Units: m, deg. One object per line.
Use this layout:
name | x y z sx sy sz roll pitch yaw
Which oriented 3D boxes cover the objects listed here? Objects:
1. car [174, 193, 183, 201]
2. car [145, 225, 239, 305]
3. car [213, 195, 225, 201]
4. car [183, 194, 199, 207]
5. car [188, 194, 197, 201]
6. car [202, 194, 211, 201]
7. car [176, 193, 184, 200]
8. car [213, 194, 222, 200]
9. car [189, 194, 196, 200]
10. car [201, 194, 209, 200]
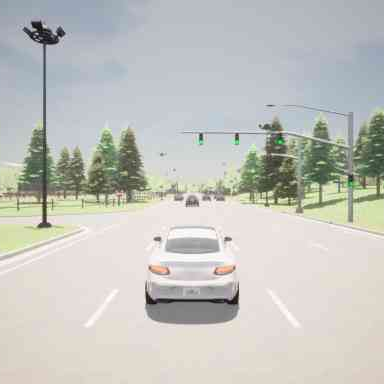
car | -3.400 1.544 82.879 1.994 1.385 4.181 0 0 0
car | 0.016 1.526 7.975 1.812 1.442 4.674 0 0 0
car | 7.099 1.517 82.483 2.128 1.511 4.902 0 0 0
car | 0.062 1.352 51.848 2.097 1.767 4.553 0 0 0
car | 0.100 1.348 82.878 2.097 1.767 4.553 0 0 0
car | 3.600 1.348 82.874 2.097 1.767 4.553 0 0 0
car | -3.388 1.188 92.885 2.097 1.767 4.553 0 0 0
car | 7.112 1.385 92.903 1.994 1.385 4.181 0 0 0
car | 0.112 1.332 92.911 1.837 1.490 4.892 0 0 0
car | 3.612 1.372 92.907 2.033 1.411 5.357 0 0 0
